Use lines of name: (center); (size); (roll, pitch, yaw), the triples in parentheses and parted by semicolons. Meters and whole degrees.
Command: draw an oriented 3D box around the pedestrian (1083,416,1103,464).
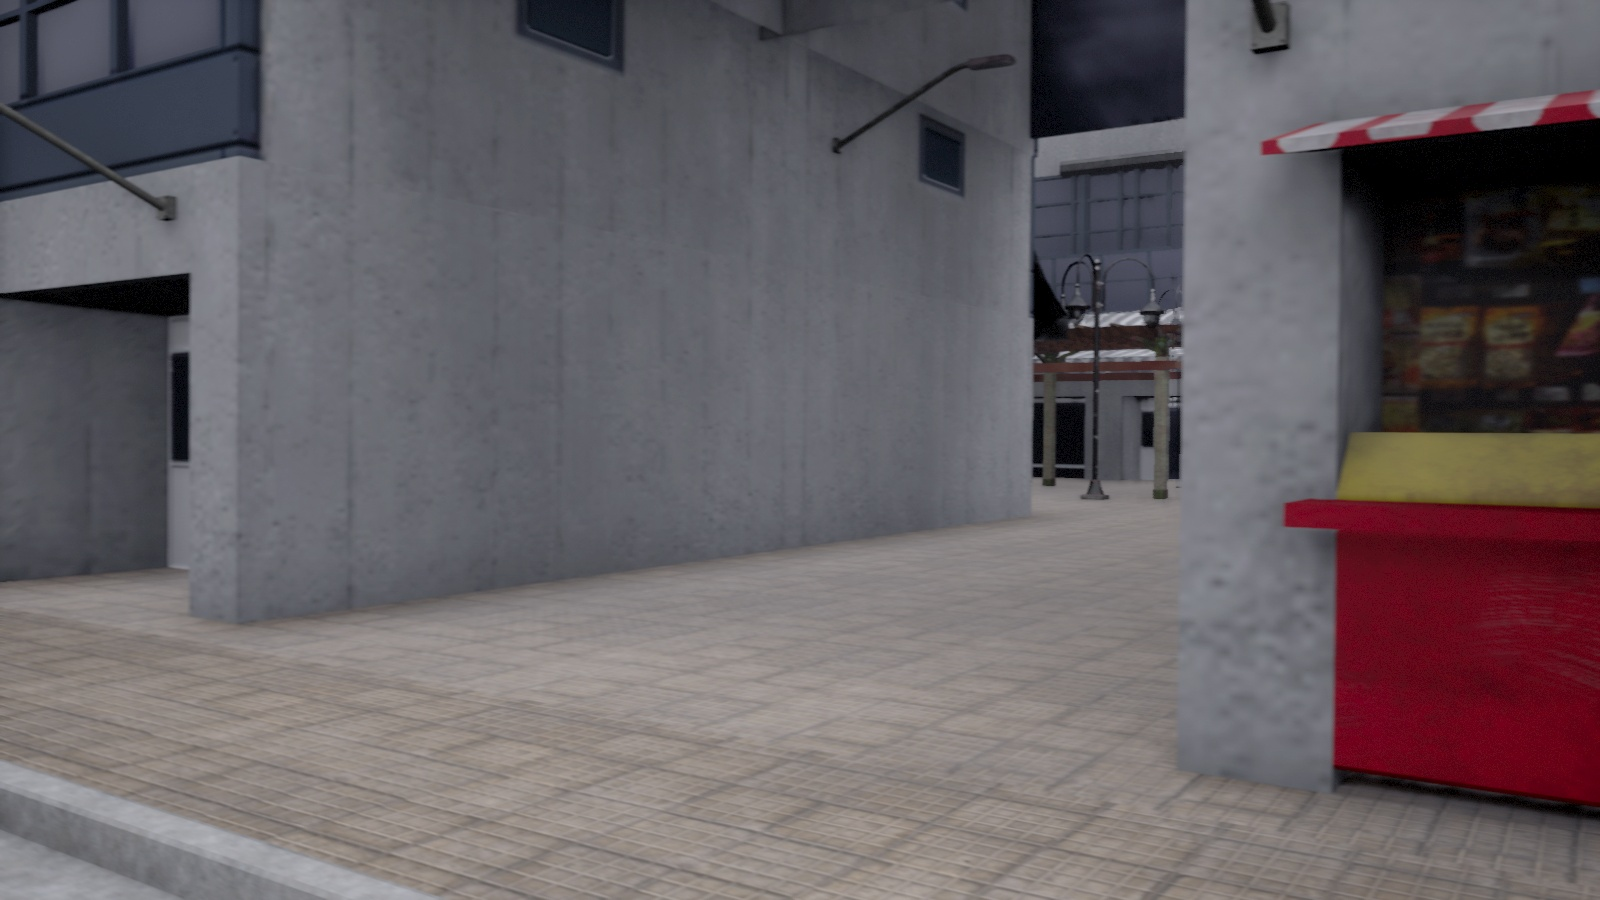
pedestrian: (11.682, -0.397, 50.058); (0.692, 1.930, 0.395); (0, 1, 38)
